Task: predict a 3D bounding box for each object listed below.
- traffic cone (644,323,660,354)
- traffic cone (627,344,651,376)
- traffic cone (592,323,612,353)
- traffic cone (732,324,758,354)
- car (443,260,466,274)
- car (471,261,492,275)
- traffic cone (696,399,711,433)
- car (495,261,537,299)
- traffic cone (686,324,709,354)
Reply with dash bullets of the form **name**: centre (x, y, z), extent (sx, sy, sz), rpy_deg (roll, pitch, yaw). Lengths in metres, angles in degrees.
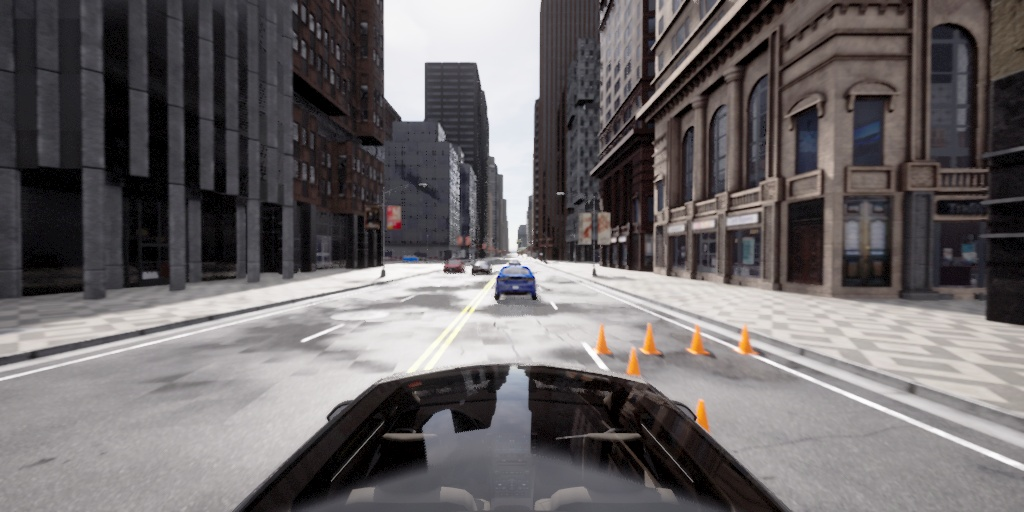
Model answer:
- **traffic cone**: centre (2.889, 1.713, 7.532), extent (0.340, 0.580, 0.340), rpy_deg (0, 0, 0)
- **traffic cone**: centre (1.878, 1.711, 5.538), extent (0.340, 0.580, 0.340), rpy_deg (0, 0, 0)
- **traffic cone**: centre (1.889, 1.709, 7.538), extent (0.340, 0.580, 0.340), rpy_deg (0, 0, 0)
- **traffic cone**: centre (4.889, 1.721, 7.521), extent (0.340, 0.580, 0.340), rpy_deg (0, 0, 0)
- **car**: centre (-6.378, 1.158, 40.012), extent (1.882, 1.535, 5.008), rpy_deg (0, 0, 1)
- **car**: centre (-3.146, 1.245, 37.785), extent (2.033, 1.411, 5.357), rpy_deg (0, 0, 0)
- **traffic cone**: centre (1.866, 1.712, 3.538), extent (0.340, 0.580, 0.340), rpy_deg (0, 0, 0)
- **car**: centre (0.180, 1.213, 18.010), extent (1.882, 1.535, 5.008), rpy_deg (0, 0, 0)
- **traffic cone**: centre (3.888, 1.717, 7.527), extent (0.340, 0.580, 0.340), rpy_deg (0, 0, 0)
